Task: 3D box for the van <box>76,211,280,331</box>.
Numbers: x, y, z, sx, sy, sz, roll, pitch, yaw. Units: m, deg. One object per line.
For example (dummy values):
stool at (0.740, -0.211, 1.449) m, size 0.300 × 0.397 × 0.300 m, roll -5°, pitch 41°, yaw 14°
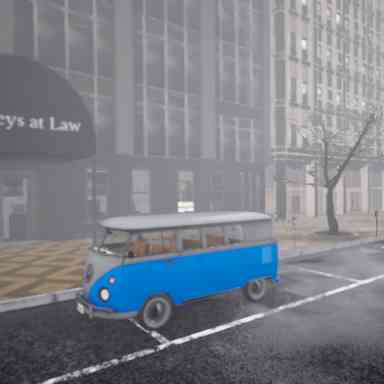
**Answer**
van at (-0.065, 1.316, 6.520) m, size 3.998 × 1.788 × 1.690 m, roll 0°, pitch 0°, yaw -36°
